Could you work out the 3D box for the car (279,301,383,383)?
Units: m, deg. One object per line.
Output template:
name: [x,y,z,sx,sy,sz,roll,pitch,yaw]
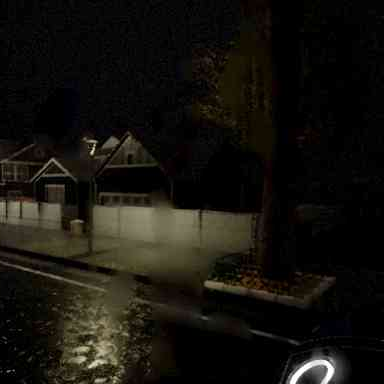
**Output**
car: [2.838,1.365,1.967,4.553,1.767,2.097,1,0,36]
